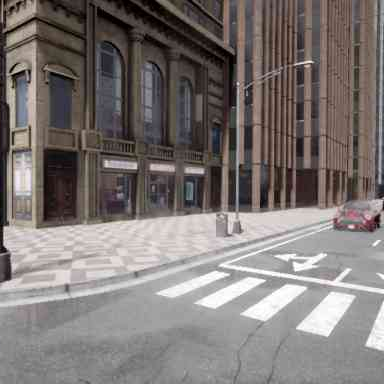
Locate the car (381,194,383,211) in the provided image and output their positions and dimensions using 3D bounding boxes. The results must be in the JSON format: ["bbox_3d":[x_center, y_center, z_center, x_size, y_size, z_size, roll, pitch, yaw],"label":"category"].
[{"bbox_3d":[24.910,1.260,41.040,2.150,2.045,5.566,1,0,35],"label":"car"}]

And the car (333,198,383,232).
[{"bbox_3d":[10.125,1.358,20.281,2.097,1.767,4.553,1,0,35],"label":"car"}]
